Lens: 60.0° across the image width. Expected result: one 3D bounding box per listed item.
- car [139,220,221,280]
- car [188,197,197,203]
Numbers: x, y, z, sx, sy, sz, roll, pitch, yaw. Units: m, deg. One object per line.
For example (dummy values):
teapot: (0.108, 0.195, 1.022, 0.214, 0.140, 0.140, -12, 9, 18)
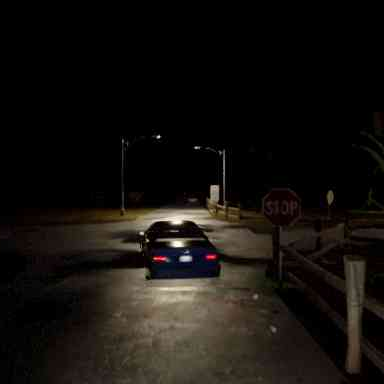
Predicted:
car: (-0.552, 1.567, 10.043, 2.033, 1.411, 5.357, 0, 0, -9)
car: (0.074, 1.698, 70.286, 1.895, 1.301, 4.718, 0, 0, 0)
